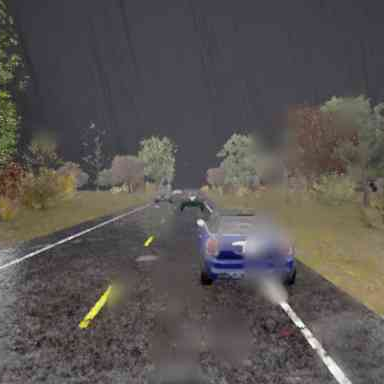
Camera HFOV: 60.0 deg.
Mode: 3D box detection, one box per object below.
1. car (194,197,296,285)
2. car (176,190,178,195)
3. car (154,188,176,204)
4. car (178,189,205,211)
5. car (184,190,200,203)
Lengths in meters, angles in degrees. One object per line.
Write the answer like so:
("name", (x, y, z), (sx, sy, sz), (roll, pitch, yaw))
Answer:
("car", (1.219, 1.186, 9.124), (2.097, 1.767, 4.553), (0, 1, 0))
("car", (-3.560, 0.173, 84.147), (1.882, 1.535, 5.008), (0, 1, 0))
("car", (-3.621, 0.499, 43.837), (2.150, 2.045, 5.566), (0, 1, 0))
("car", (0.027, 0.673, 32.231), (2.150, 2.045, 5.566), (0, 1, 0))
("car", (0.002, 0.597, 46.084), (2.097, 1.767, 4.553), (0, 1, 0))
